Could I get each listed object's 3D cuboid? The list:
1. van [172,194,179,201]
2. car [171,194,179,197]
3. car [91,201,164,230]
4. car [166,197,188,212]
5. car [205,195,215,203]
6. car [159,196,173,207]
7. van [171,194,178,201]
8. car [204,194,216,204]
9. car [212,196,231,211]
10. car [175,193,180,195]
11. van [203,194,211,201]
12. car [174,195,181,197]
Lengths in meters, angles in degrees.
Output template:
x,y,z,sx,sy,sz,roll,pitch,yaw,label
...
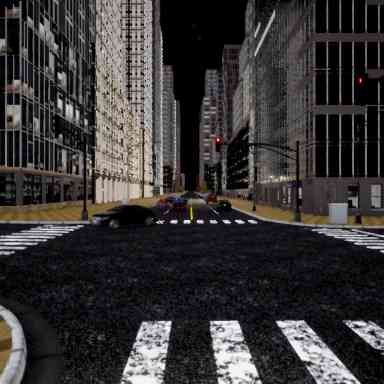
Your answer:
x,y,z,sx,sy,sz,roll,pitch,yaw,label
-4.239,1.315,85.971,1.690,1.788,3.998,0,0,0,van
-4.133,1.564,63.861,1.947,1.339,4.313,0,0,0,car
-4.314,1.538,21.736,1.812,1.442,4.674,2,1,41,car
-1.542,1.579,38.178,1.994,1.385,4.181,0,0,0,car
3.721,1.432,69.427,1.967,1.590,4.097,0,0,0,car
-4.053,1.592,47.278,1.802,1.307,4.206,0,0,0,car
-4.213,1.321,80.444,1.690,1.788,3.998,0,0,0,van
3.747,1.313,63.899,2.192,1.841,5.009,0,0,0,car
3.903,1.579,41.790,1.947,1.339,4.313,0,0,0,car
-4.186,1.426,74.917,1.967,1.590,4.097,0,0,0,car
3.667,1.321,80.482,1.690,1.788,3.998,0,0,0,van
-1.615,1.605,56.878,1.895,1.301,4.718,0,0,0,car
